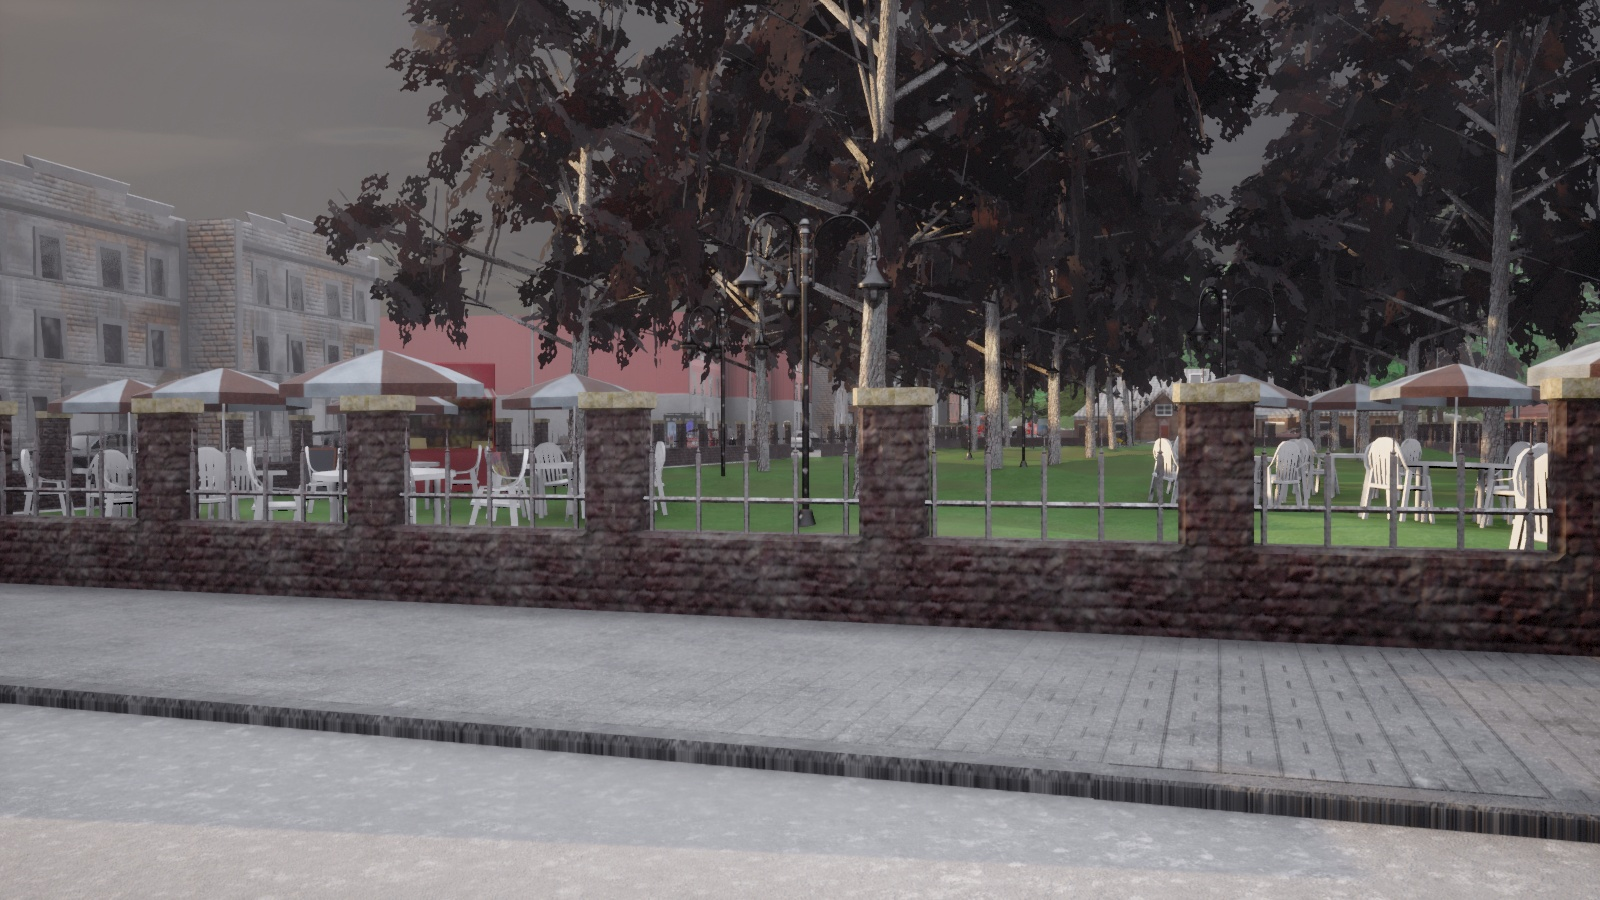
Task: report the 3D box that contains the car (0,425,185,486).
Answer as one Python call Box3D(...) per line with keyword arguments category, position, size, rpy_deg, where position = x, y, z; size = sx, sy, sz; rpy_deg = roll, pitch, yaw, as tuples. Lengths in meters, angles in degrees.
Box3D(category="car", position=(-20.628, 0.093, 36.563), size=(2.033, 1.649, 4.856), rpy_deg=(1, 1, 18))

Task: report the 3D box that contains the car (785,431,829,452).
Box3D(category="car", position=(0.499, -0.605, 87.355), size=(1.970, 1.475, 3.806), rpy_deg=(1, 1, 19))

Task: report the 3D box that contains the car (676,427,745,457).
Box3D(category="car", position=(-5.005, -0.482, 70.862), size=(2.242, 1.667, 4.611), rpy_deg=(1, 1, 19))

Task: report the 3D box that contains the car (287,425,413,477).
Box3D(category="car", position=(-14.783, 0.005, 41.468), size=(1.851, 1.617, 3.988), rpy_deg=(1, 1, 18))
